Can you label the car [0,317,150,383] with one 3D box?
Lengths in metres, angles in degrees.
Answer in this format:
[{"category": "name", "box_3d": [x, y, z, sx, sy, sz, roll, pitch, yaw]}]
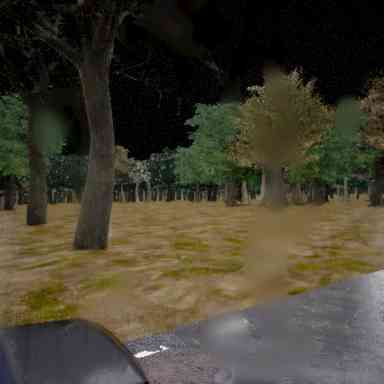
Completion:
[{"category": "car", "box_3d": [-2.705, 1.546, 1.432, 5.357, 1.411, 2.033, 0, 0, -36]}]
